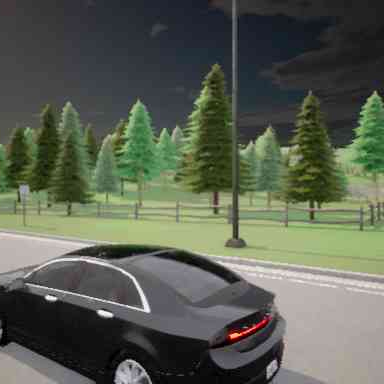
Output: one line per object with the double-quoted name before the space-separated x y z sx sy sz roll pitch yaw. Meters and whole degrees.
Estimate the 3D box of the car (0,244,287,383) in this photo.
"car" -1.174 1.515 4.741 4.892 1.490 1.837 0 0 35
